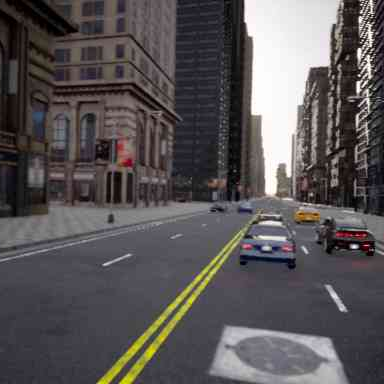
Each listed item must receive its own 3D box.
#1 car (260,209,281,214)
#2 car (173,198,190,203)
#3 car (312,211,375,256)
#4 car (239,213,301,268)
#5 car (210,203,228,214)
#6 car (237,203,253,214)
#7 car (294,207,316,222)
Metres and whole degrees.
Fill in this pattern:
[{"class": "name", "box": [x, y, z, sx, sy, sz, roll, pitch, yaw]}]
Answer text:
[{"class": "car", "box": [6.866, 2.143, 29.183, 1.895, 1.301, 4.718, 2, -1, 14]}, {"class": "car", "box": [-2.632, 2.263, 87.673, 4.507, 1.381, 1.887, 2, 0, 13]}, {"class": "car", "box": [6.896, 1.899, 15.282, 1.837, 1.490, 4.892, 2, 0, 14]}, {"class": "car", "box": [2.832, 1.775, 12.374, 2.033, 1.411, 5.357, 2, -1, 14]}, {"class": "car", "box": [3.679, 2.202, 44.510, 1.895, 1.301, 4.718, 2, -1, 13]}, {"class": "car", "box": [7.281, 2.209, 45.562, 1.882, 1.535, 5.008, 2, -1, 14]}, {"class": "car", "box": [10.708, 2.168, 31.211, 1.882, 1.535, 5.008, 2, -1, 14]}]
